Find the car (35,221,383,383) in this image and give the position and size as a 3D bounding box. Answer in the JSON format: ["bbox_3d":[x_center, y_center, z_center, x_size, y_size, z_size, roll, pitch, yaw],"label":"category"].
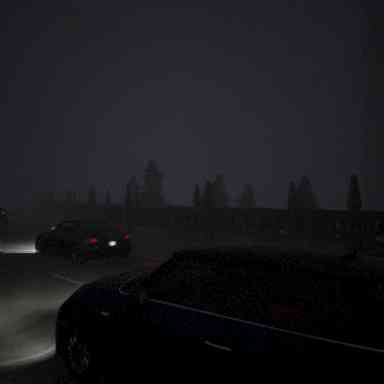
[{"bbox_3d":[0.383,1.381,3.938,4.553,1.767,2.097,-1,-1,37],"label":"car"}]

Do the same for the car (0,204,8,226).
[{"bbox_3d":[-15.507,1.630,25.407,2.097,1.767,4.553,0,-1,-36],"label":"car"}]

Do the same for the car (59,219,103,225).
[{"bbox_3d":[-4.065,1.674,12.246,4.181,1.385,1.994,-1,-1,43],"label":"car"}]
